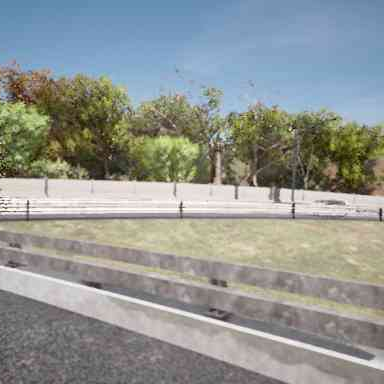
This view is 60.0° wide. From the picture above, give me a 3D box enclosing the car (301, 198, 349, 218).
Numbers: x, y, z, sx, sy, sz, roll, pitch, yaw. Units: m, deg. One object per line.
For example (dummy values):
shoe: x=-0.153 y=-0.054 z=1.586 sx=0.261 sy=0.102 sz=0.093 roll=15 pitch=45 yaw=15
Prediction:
car: x=14.937 y=1.735 z=37.165 sx=5.566 sy=2.045 sz=2.150 roll=4 pitch=-1 yaw=-20
